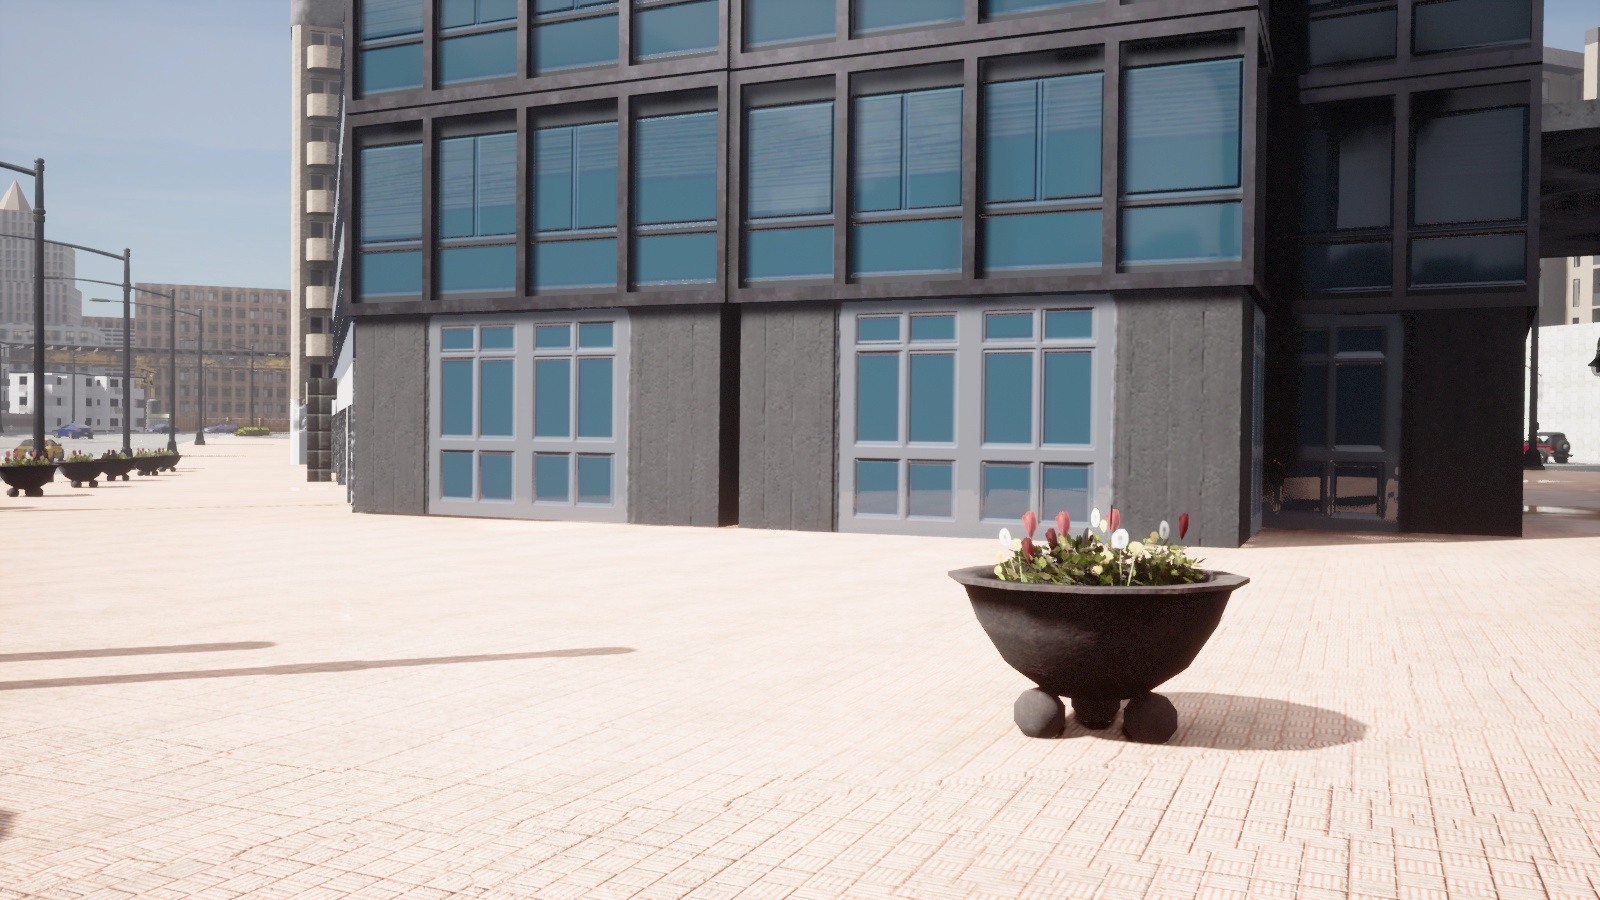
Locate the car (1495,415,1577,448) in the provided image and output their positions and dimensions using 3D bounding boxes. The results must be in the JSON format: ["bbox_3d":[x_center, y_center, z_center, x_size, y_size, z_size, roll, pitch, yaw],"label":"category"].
[{"bbox_3d":[43.977,-1.103,75.116,1.905,1.878,3.866,-1,1,-20],"label":"car"}]

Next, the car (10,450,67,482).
[{"bbox_3d":[-42.702,0.865,70.552,1.801,1.575,5.366,-1,2,-21],"label":"car"}]
